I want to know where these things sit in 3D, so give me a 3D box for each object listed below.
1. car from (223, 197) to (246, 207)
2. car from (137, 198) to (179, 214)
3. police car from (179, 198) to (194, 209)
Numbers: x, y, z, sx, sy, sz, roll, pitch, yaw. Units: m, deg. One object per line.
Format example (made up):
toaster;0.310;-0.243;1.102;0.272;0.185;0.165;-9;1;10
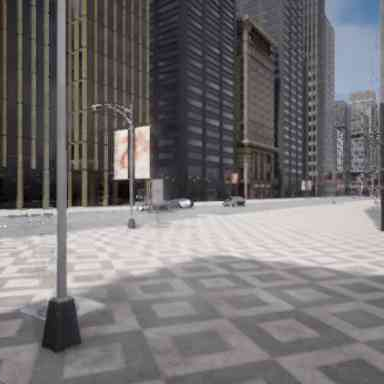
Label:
car;6.682;1.525;52.245;2.097;1.767;4.553;0;0;36
car;-4.085;1.576;37.403;2.128;1.511;4.902;0;0;36
police car;-1.807;1.601;45.990;2.038;1.542;4.974;0;0;36
